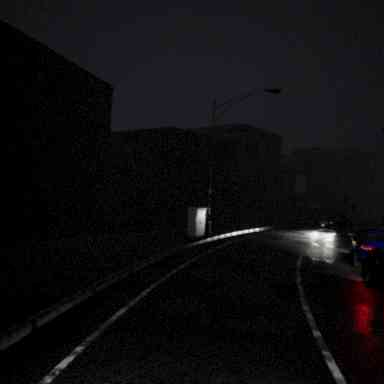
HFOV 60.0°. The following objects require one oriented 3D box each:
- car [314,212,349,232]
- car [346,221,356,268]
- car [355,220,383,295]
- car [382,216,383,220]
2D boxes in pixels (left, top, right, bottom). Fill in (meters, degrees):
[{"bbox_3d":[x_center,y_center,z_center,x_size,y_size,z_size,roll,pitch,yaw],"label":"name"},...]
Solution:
[{"bbox_3d":[12.179,2.540,28.769,2.128,1.511,4.902,4,-1,40],"label":"car"},{"bbox_3d":[7.189,2.103,12.858,1.812,1.442,4.674,3,-1,22],"label":"car"},{"bbox_3d":[5.448,1.756,7.506,2.097,1.767,4.553,3,-1,14],"label":"car"},{"bbox_3d":[20.671,2.879,33.090,2.150,2.045,5.566,4,-1,44],"label":"car"}]
